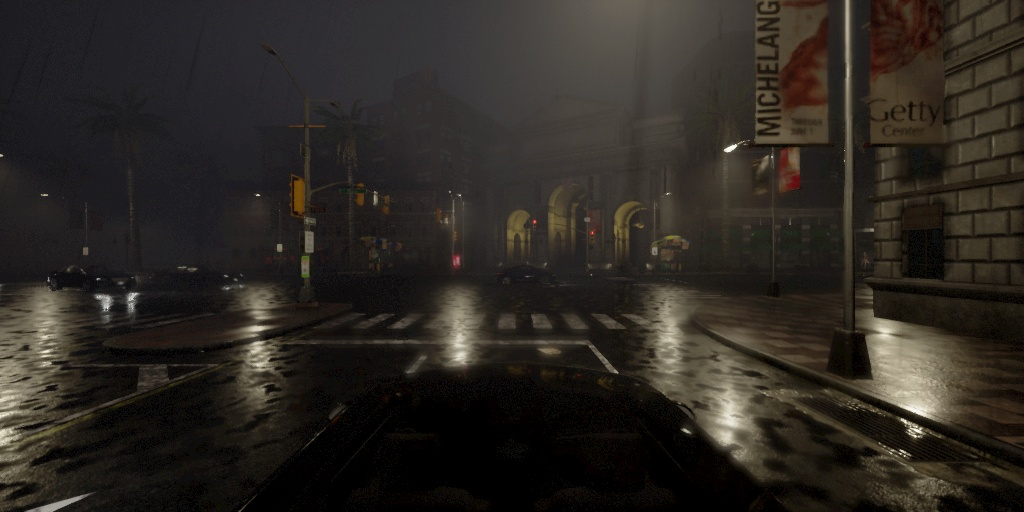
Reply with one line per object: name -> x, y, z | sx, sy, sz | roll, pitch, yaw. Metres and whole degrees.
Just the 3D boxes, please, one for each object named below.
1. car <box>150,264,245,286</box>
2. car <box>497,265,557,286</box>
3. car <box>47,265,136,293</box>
car -> -21.901, 1.297, 25.036 | 5.357, 1.411, 2.033 | 0, 0, 1
car -> 1.042, 1.314, 24.807 | 4.181, 1.385, 1.994 | 0, 0, 1
car -> -23.929, 1.243, 20.445 | 4.902, 1.511, 2.128 | 0, 0, 16
